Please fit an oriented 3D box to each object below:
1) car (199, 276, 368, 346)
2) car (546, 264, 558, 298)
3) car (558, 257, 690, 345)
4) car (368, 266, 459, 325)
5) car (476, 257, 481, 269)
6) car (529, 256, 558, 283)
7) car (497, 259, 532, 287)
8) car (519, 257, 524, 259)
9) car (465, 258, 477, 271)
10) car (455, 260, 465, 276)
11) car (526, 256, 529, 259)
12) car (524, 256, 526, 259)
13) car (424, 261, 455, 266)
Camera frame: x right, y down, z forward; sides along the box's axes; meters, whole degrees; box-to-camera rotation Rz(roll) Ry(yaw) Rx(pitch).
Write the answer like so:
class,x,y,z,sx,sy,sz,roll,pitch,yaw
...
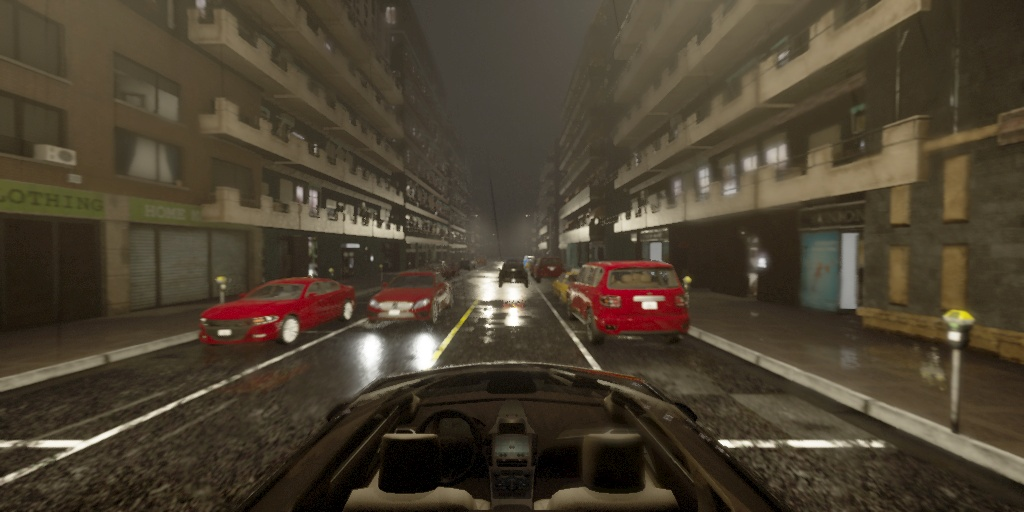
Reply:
class,x,y,z,sx,sy,sz,roll,pitch,yaw
car,-5.693,1.262,9.360,1.888,1.381,4.507,0,0,0
car,2.687,1.218,15.212,1.751,1.417,4.829,0,0,0
car,2.687,1.031,9.357,2.192,1.841,5.009,0,0,0
car,-3.103,1.232,11.810,1.812,1.442,4.674,0,0,0
car,-5.697,1.121,49.152,1.948,1.339,4.313,0,0,0
car,2.686,0.960,26.411,2.192,1.841,5.009,0,0,0
car,0.093,1.164,23.470,1.837,1.490,4.892,0,1,0
car,0.091,1.062,41.514,1.882,1.535,5.008,0,0,0
car,-5.696,1.143,43.468,1.948,1.339,4.313,0,0,0
car,-5.695,1.167,32.098,1.888,1.381,4.507,0,0,0
car,2.685,0.936,32.096,2.192,1.841,5.009,0,0,0
car,2.683,1.081,49.319,1.751,1.417,4.829,0,0,0
car,-5.695,1.085,26.414,1.967,1.591,4.097,0,0,0
